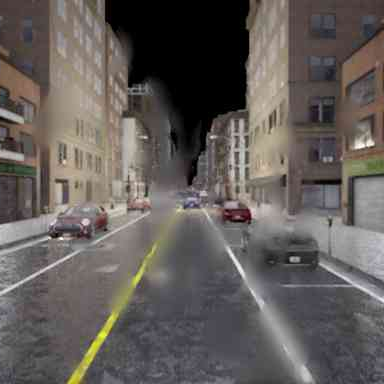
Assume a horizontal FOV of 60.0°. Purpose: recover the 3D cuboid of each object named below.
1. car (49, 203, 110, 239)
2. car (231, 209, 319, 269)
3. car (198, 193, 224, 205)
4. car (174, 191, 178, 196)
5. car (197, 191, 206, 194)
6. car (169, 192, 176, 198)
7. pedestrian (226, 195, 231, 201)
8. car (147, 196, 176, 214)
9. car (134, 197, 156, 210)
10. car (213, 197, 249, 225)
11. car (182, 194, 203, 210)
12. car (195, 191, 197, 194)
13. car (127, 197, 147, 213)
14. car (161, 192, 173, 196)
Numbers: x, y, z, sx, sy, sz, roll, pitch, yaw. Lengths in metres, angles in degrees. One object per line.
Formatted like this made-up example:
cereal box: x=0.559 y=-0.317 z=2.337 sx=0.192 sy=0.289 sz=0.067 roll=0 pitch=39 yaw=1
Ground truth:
car: x=-5.398 y=1.323 z=16.361 sx=1.967 sy=1.590 sz=4.097 roll=0 pitch=0 yaw=0
car: x=2.630 y=1.474 z=10.688 sx=2.008 sy=1.369 sz=4.403 roll=0 pitch=0 yaw=0
car: x=4.025 y=1.207 z=50.830 sx=5.357 sy=1.411 sz=2.033 roll=0 pitch=0 yaw=-21
car: x=-5.465 y=0.804 z=87.587 sx=1.967 sy=1.590 sz=4.097 roll=0 pitch=0 yaw=0
car: x=2.595 y=1.034 z=71.375 sx=2.008 sy=1.369 sz=4.403 roll=0 pitch=0 yaw=0
car: x=-5.473 y=0.851 z=92.823 sx=1.752 sy=1.417 sz=4.829 roll=0 pitch=0 yaw=0
pedestrian: x=2.733 y=1.113 z=25.406 sx=0.375 sy=1.860 sz=0.375 roll=0 pitch=0 yaw=-10
car: x=-2.858 y=1.335 z=32.029 sx=1.994 sy=1.385 sz=4.181 roll=0 pitch=0 yaw=0
car: x=-5.412 y=1.271 z=39.088 sx=2.008 sy=1.369 sz=4.403 roll=0 pitch=0 yaw=0
car: x=2.735 y=1.319 z=22.403 sx=1.882 sy=1.535 sz=5.008 roll=0 pitch=0 yaw=0
car: x=-0.007 y=1.250 z=38.544 sx=1.812 sy=1.442 sz=4.674 roll=0 pitch=0 yaw=0
car: x=2.587 y=0.640 z=92.998 sx=2.192 sy=1.841 sz=5.009 roll=0 pitch=0 yaw=0
car: x=-5.409 y=1.343 z=33.407 sx=1.802 sy=1.307 sz=4.206 roll=0 pitch=0 yaw=0
car: x=-5.431 y=1.074 z=65.963 sx=2.008 sy=1.369 sz=4.403 roll=0 pitch=0 yaw=0
